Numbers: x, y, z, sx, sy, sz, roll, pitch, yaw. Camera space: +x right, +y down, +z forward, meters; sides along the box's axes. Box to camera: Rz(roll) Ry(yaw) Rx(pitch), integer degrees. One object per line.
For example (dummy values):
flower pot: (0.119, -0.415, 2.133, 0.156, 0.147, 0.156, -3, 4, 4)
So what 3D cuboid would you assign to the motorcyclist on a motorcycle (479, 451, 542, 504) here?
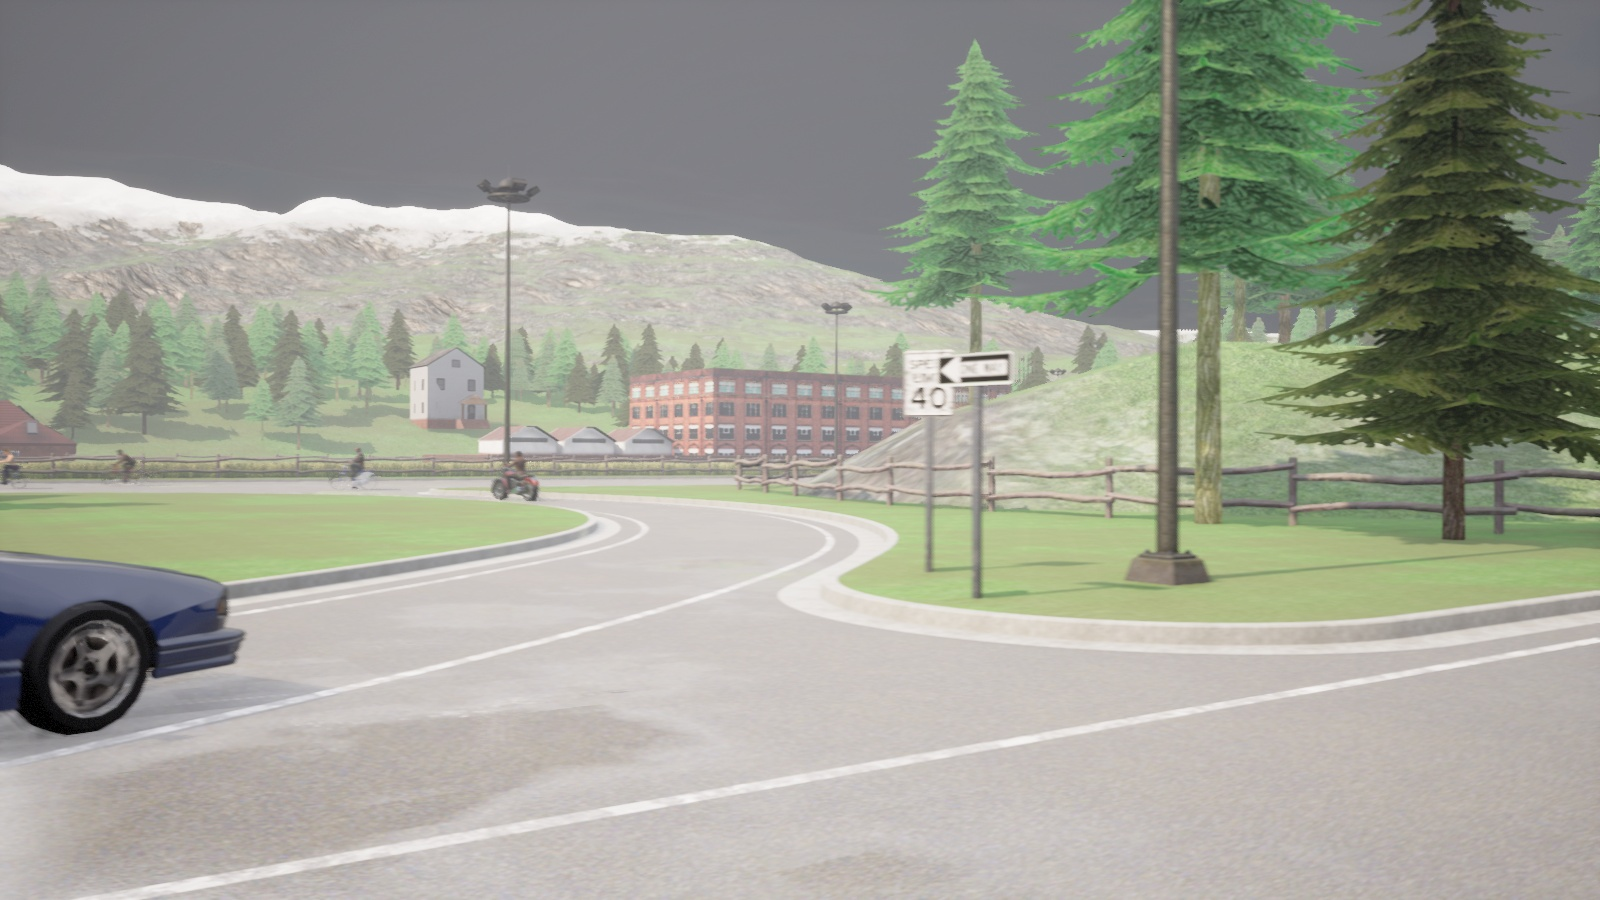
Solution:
motorcyclist on a motorcycle: (-9.259, 0.869, 40.128, 2.350, 1.649, 0.766, 0, 0, 43)

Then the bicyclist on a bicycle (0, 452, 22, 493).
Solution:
bicyclist on a bicycle: (-31.580, 0.878, 49.490, 1.509, 1.612, 0.866, 0, 0, -34)

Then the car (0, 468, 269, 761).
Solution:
car: (-5.349, 0.813, 5.636, 2.033, 1.411, 5.357, 0, 0, 29)

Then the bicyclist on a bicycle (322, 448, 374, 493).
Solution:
bicyclist on a bicycle: (-18.105, 0.828, 50.308, 1.843, 1.776, 0.659, 1, 0, -35)

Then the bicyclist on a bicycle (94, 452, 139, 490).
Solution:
bicyclist on a bicycle: (-29.881, 0.921, 54.928, 1.656, 1.620, 0.582, 0, 0, -35)
